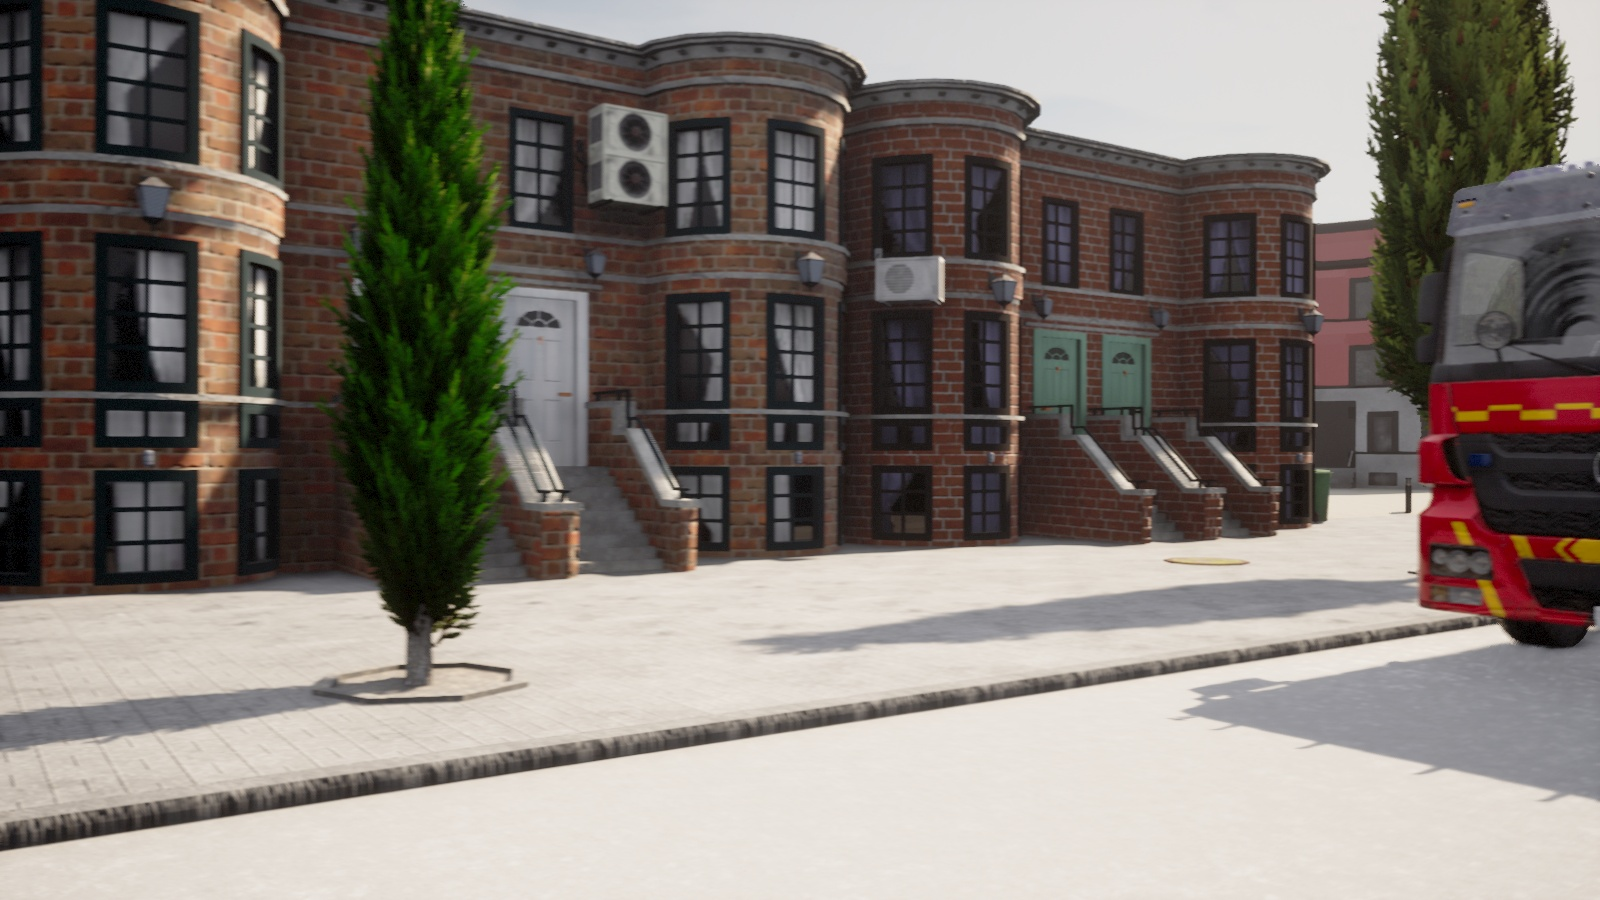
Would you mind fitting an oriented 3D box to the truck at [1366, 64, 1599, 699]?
[{"bbox_3d":[8.270,-0.413,10.030,8.468,3.827,2.891,0,0,-35],"label":"truck"}]
